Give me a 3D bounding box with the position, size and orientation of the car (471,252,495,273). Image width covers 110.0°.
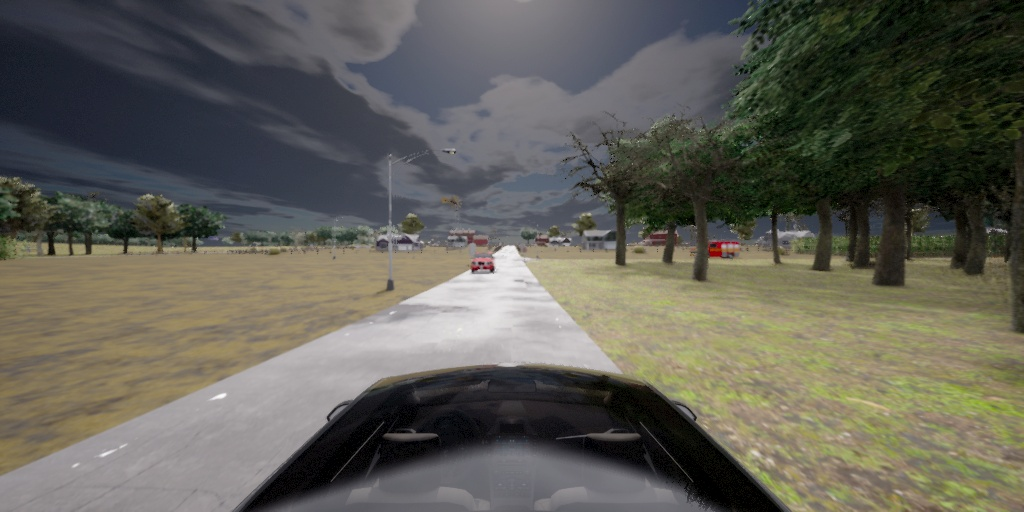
[{"bbox_3d":[-2.841,0.588,36.119,2.150,2.045,5.566,0,2,0],"label":"car"}]
